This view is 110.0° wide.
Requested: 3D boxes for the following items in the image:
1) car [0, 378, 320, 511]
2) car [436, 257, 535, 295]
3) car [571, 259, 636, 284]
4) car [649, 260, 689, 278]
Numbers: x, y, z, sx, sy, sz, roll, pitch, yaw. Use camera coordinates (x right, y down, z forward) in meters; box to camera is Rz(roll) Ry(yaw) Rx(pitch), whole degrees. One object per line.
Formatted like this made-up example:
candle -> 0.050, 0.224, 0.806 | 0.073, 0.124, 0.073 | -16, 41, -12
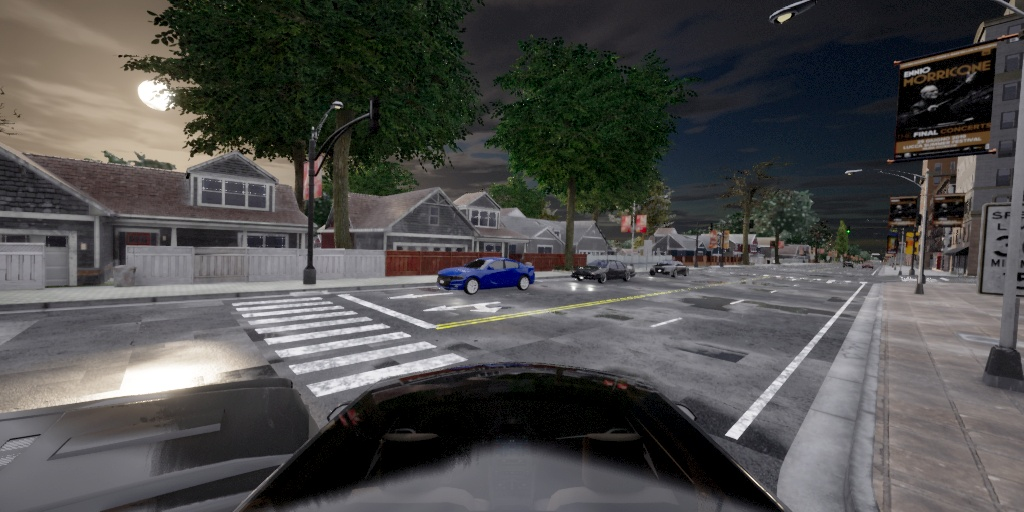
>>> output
car -> -3.314, 1.285, 1.322 | 4.718, 1.301, 1.895 | 1, 2, -34
car -> -1.073, 0.805, 16.501 | 5.008, 1.535, 1.882 | 0, 2, -44
car -> 6.114, 0.937, 23.400 | 5.357, 1.411, 2.033 | 0, 2, -44
car -> 13.332, 1.020, 30.300 | 4.181, 1.385, 1.994 | 1, 2, -44
